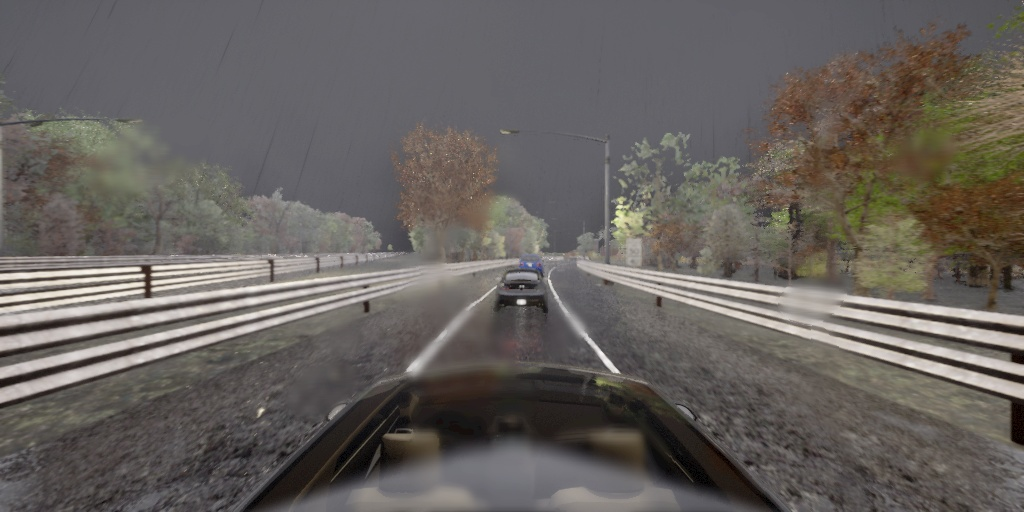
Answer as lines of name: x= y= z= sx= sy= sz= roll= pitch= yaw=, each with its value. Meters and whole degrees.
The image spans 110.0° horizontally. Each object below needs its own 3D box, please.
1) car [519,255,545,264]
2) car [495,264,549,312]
car: x=1.841 y=0.895 z=33.829 sx=2.150 sy=2.045 sz=5.566 roll=0 pitch=0 yaw=6
car: x=0.401 y=1.230 z=14.042 sx=1.837 sy=1.490 sz=4.892 roll=0 pitch=0 yaw=2
